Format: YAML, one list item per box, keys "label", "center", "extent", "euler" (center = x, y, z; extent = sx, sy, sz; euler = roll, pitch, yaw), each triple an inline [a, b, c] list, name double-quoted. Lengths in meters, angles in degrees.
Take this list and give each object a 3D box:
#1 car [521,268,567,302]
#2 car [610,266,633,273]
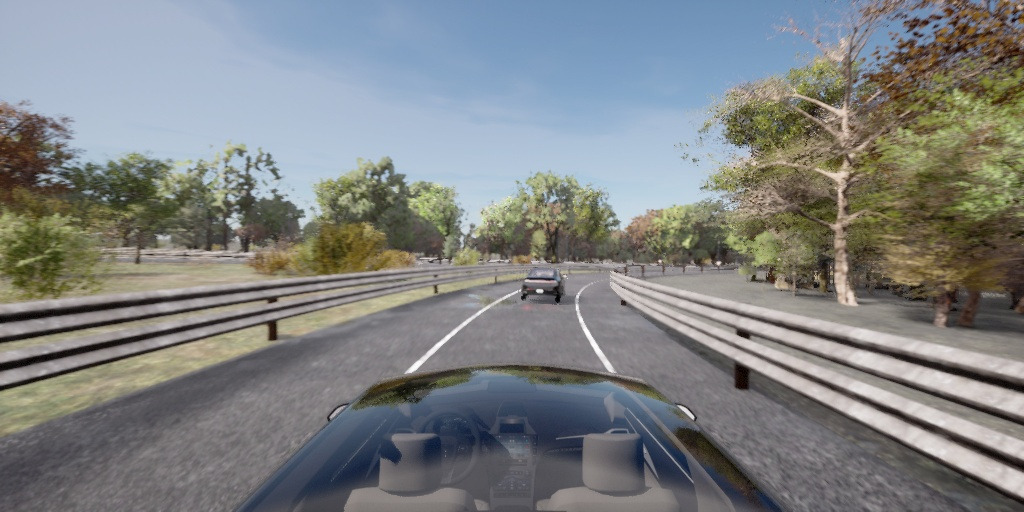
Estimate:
- label: "car"
  center: [1.674, 1.350, 18.067]
  extent: [2.128, 1.511, 4.902]
  euler: [1, 0, 11]
- label: "car"
  center: [15.319, 2.006, 49.918]
  extent: [1.895, 1.301, 4.718]
  euler: [2, 0, 36]
